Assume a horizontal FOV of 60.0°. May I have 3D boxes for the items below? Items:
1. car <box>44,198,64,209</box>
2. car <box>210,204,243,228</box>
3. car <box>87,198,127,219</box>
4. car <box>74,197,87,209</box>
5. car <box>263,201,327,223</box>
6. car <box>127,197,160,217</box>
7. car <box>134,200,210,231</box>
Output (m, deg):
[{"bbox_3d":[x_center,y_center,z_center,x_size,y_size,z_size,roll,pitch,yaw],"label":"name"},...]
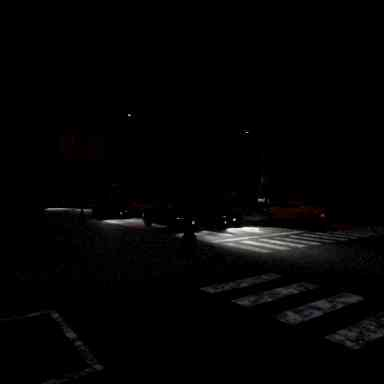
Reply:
[{"bbox_3d":[-19.146,1.478,45.575,2.033,1.411,5.357,0,0,-35],"label":"car"},{"bbox_3d":[1.476,1.537,22.328,1.994,1.385,4.181,0,0,-36],"label":"car"},{"bbox_3d":[-7.140,1.465,28.755,1.837,1.490,4.892,0,1,-36],"label":"car"},{"bbox_3d":[-14.184,1.457,44.188,1.812,1.442,4.674,0,0,-35],"label":"car"},{"bbox_3d":[7.630,1.444,25.120,1.882,1.535,5.008,0,0,-36],"label":"car"},{"bbox_3d":[-3.516,1.312,29.278,2.097,1.767,4.553,0,0,-36],"label":"car"},{"bbox_3d":[-1.376,1.468,20.730,2.128,1.511,4.902,0,0,-36],"label":"car"}]
